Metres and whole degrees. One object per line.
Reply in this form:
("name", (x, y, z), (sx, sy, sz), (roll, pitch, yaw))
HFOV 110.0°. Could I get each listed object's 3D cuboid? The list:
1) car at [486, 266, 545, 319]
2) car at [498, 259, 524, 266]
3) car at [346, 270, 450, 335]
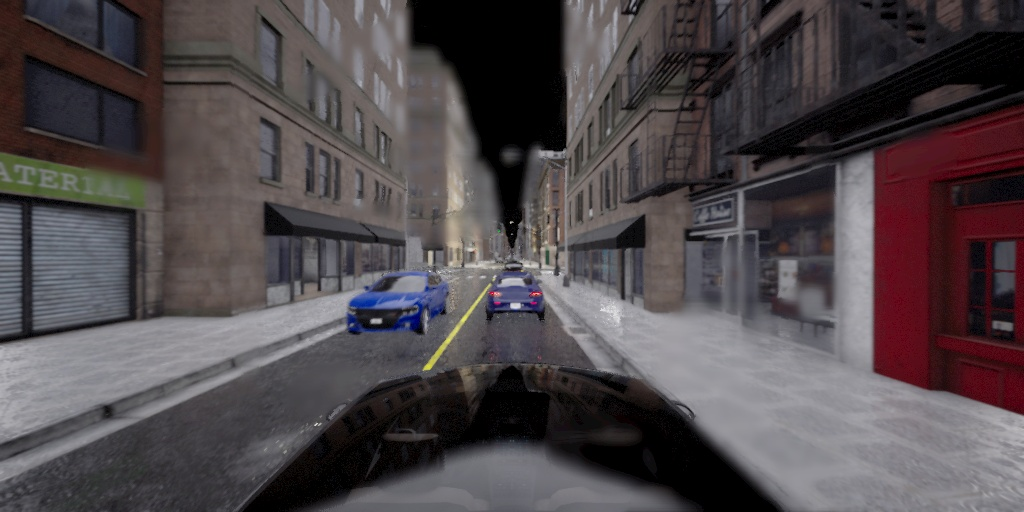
("car", (0.103, 1.252, 12.478), (1.812, 1.442, 4.674), (0, 0, 0))
("car", (0.181, 1.193, 26.793), (1.837, 1.490, 4.892), (0, 0, 2))
("car", (-3.094, 1.208, 10.669), (1.882, 1.535, 5.008), (0, 0, 0))
